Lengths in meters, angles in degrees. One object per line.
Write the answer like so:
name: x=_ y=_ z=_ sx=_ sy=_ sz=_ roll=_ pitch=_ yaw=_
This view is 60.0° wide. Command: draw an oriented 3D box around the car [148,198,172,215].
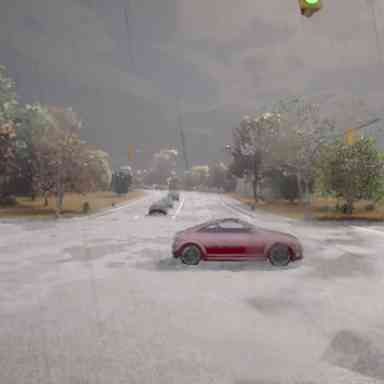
car: x=-3.594 y=1.706 z=36.450 sx=2.033 sy=1.411 sz=5.357 roll=0 pitch=0 yaw=0

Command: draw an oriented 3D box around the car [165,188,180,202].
car: x=-3.493 y=0.683 z=62.979 sx=2.150 sy=2.045 sz=5.566 roll=0 pitch=2 yaw=0

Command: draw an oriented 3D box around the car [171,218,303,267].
car: x=1.403 y=1.559 z=10.876 sx=4.181 sy=1.385 sz=1.994 roll=0 pitch=0 yaw=2

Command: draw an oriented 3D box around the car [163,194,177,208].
car: x=-3.579 y=1.507 z=47.379 sx=1.837 sy=1.490 sz=4.892 roll=0 pitch=1 yaw=0
